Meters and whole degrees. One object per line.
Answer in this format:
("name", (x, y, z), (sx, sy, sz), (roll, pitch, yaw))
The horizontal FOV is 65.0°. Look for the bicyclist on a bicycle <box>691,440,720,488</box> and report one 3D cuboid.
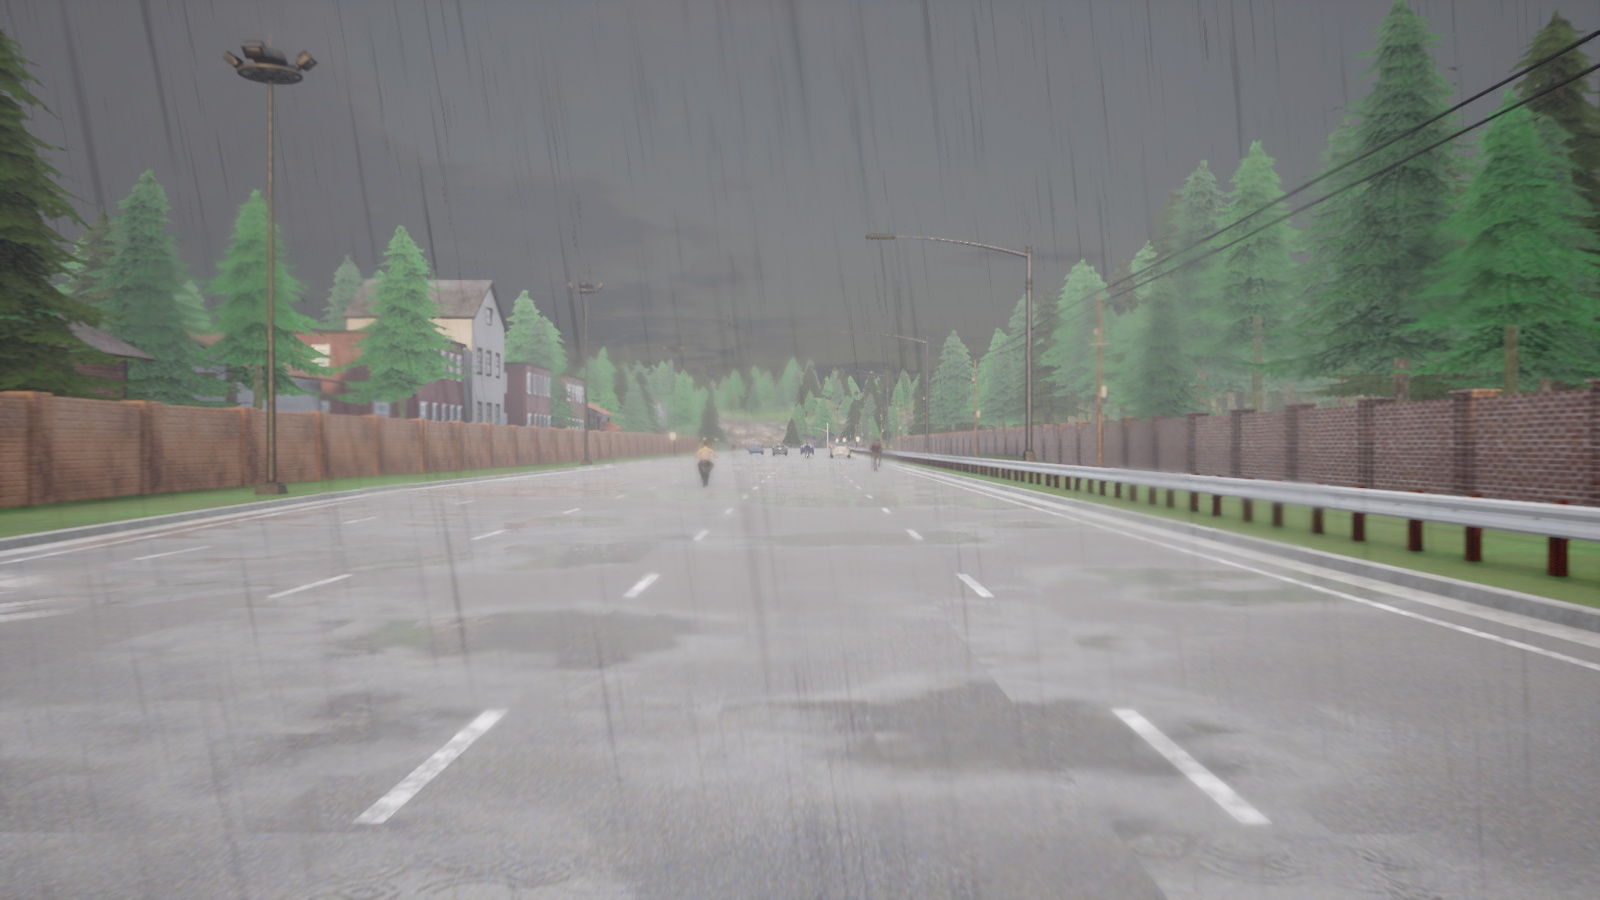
("bicyclist on a bicycle", (-3.245, 0.463, 43.043), (0.866, 1.612, 1.509), (0, 0, 1))
